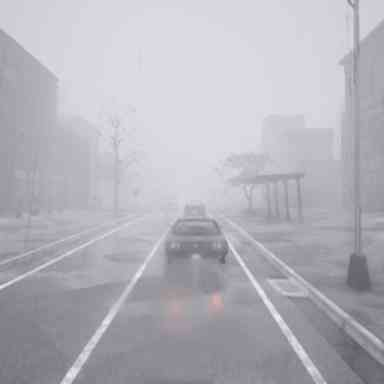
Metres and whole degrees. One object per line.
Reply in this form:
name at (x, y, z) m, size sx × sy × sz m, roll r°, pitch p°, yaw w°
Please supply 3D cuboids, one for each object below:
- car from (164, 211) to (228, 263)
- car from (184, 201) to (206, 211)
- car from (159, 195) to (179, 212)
car at (0.146, 1.572, 11.830) m, size 1.895 × 1.301 × 4.718 m, roll 0°, pitch 0°, yaw 1°
car at (0.259, 1.532, 30.309) m, size 1.882 × 1.535 × 5.008 m, roll 0°, pitch -1°, yaw 0°
car at (-2.859, 1.388, 42.197) m, size 2.150 × 2.045 × 5.566 m, roll 0°, pitch -1°, yaw 0°
